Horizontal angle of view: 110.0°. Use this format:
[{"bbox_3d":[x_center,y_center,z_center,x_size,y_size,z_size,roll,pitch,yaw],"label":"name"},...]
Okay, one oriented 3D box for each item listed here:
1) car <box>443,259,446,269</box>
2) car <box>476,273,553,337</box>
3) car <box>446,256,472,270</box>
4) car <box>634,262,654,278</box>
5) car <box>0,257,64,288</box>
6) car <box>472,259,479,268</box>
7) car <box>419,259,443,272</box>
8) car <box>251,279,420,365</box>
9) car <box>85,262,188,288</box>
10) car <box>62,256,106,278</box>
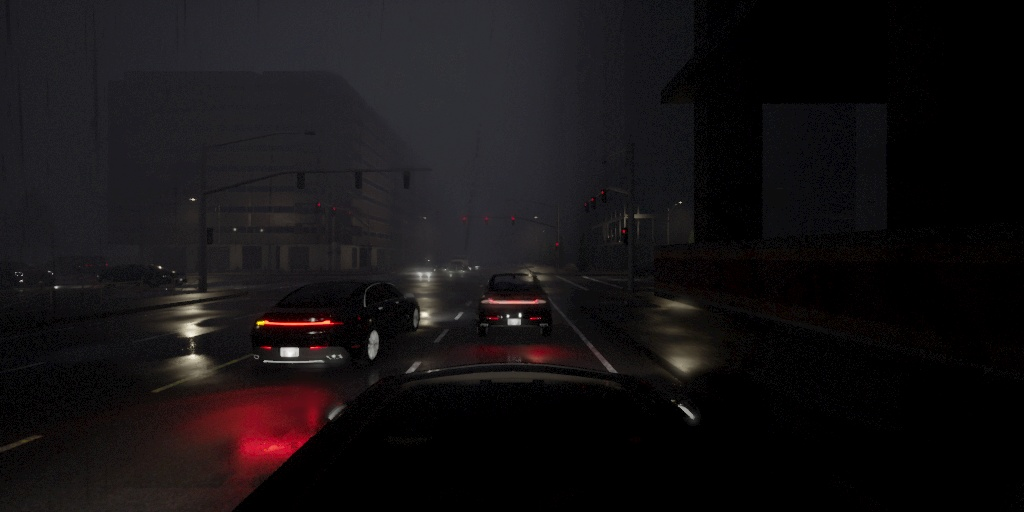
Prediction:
[{"bbox_3d":[-10.944,1.221,56.959,1.882,1.535,5.008,0,0,1],"label":"car"},{"bbox_3d":[0.060,1.240,10.337,2.128,1.511,4.902,0,0,0],"label":"car"},{"bbox_3d":[-7.484,0.965,51.064,2.150,2.045,5.566,0,0,0],"label":"car"},{"bbox_3d":[13.951,1.293,34.326,4.902,1.511,2.128,0,0,0],"label":"car"},{"bbox_3d":[-33.392,1.155,23.716,4.553,1.767,2.097,0,0,0],"label":"car"},{"bbox_3d":[-7.381,1.290,61.336,2.033,1.411,5.357,0,0,1],"label":"car"},{"bbox_3d":[-10.971,1.236,47.447,2.128,1.511,4.902,0,0,0],"label":"car"},{"bbox_3d":[-3.451,1.254,8.018,1.837,1.490,4.892,0,0,0],"label":"car"},{"bbox_3d":[-24.325,1.294,23.697,4.902,1.511,2.128,0,0,0],"label":"car"},{"bbox_3d":[-42.228,1.023,34.432,5.566,2.045,2.150,0,0,0],"label":"car"}]
